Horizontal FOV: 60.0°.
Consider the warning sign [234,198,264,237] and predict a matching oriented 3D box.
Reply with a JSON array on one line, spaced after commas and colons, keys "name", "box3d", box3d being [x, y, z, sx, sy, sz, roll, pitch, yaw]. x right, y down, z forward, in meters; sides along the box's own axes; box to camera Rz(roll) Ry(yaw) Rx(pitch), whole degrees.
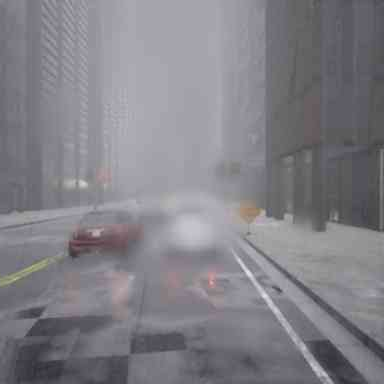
[{"name": "warning sign", "box3d": [2.869, 1.280, 16.902, 1.300, 1.860, 1.060, 1, 0, 0]}]

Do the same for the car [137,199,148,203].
[{"name": "car", "box3d": [-9.734, 2.146, 65.589, 1.812, 1.442, 4.674, 0, 0, 0]}]

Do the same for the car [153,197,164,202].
[{"name": "car", "box3d": [-6.482, 2.167, 65.654, 2.033, 1.411, 5.357, 0, 0, 0]}]

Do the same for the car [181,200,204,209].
[{"name": "car", "box3d": [0.038, 1.760, 29.242, 1.882, 1.535, 5.008, 0, 0, 0]}]

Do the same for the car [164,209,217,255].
[{"name": "car", "box3d": [0.030, 1.661, 13.910, 1.812, 1.442, 4.674, 0, 0, 0]}]

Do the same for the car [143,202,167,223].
[{"name": "car", "box3d": [-3.217, 1.841, 28.502, 1.994, 1.385, 4.181, 0, 0, 1]}]

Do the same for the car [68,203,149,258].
[{"name": "car", "box3d": [-3.222, 1.482, 13.411, 2.097, 1.767, 4.553, 0, -1, 0]}]
